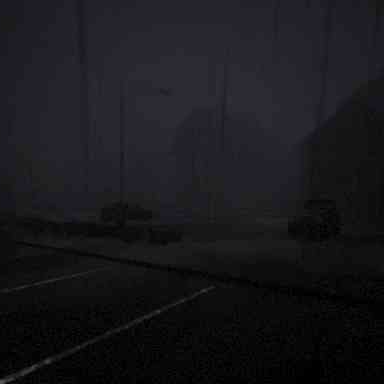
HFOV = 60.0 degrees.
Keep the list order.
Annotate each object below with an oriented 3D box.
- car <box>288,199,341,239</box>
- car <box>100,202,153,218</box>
[{"bbox_3d":[6.507,1.309,17.471,1.905,1.878,3.866,0,0,36],"label":"car"},{"bbox_3d":[-4.814,1.502,24.816,1.816,1.474,4.193,0,0,36],"label":"car"}]
